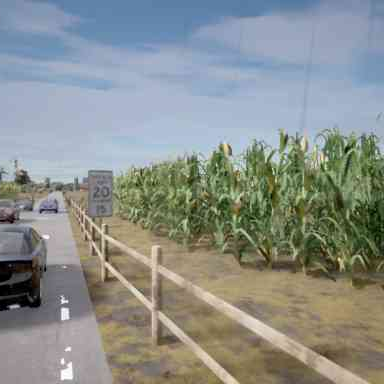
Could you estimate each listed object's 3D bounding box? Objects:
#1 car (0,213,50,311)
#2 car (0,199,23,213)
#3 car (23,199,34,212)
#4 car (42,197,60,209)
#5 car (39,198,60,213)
[{"bbox_3d":[-4.382,1.480,7.563,1.882,1.535,5.008,0,0,-21],"label":"car"},{"bbox_3d":[-14.090,1.371,24.514,2.097,1.767,4.553,0,0,-21],"label":"car"},{"bbox_3d":[-19.806,1.534,39.328,2.128,1.511,4.902,0,0,-21],"label":"car"},{"bbox_3d":[-19.381,1.510,45.769,2.128,1.511,4.902,0,0,-21],"label":"car"},{"bbox_3d":[-15.727,1.560,36.605,2.033,1.411,5.357,0,0,-21],"label":"car"}]
